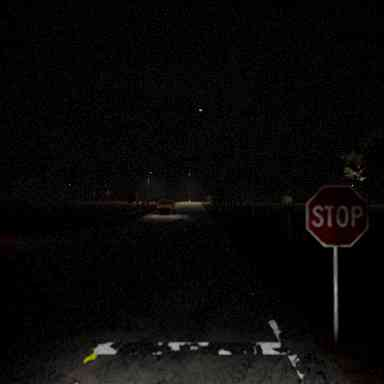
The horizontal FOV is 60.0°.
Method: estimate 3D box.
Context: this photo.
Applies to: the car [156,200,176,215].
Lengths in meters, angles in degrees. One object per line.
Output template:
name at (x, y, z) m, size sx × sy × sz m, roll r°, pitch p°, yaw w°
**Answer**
car at (-2.724, 1.570, 35.335) m, size 1.882 × 1.535 × 5.008 m, roll 0°, pitch 0°, yaw 0°
